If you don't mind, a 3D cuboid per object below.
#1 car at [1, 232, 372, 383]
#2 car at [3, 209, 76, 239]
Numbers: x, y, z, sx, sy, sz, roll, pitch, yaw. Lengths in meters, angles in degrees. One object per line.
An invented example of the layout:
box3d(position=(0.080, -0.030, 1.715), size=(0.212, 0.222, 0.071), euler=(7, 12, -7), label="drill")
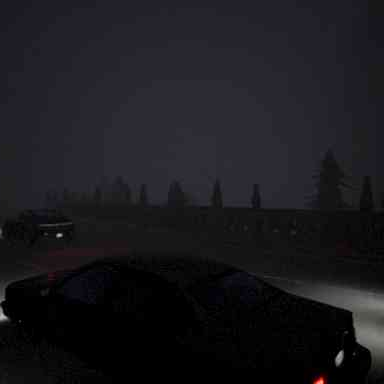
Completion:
box3d(position=(-0.612, 1.566, 4.605), size=(5.357, 1.411, 2.033), euler=(0, 0, 38), label="car")
box3d(position=(-7.097, 1.549, 15.257), size=(2.128, 1.511, 4.902), euler=(0, 0, -45), label="car")
